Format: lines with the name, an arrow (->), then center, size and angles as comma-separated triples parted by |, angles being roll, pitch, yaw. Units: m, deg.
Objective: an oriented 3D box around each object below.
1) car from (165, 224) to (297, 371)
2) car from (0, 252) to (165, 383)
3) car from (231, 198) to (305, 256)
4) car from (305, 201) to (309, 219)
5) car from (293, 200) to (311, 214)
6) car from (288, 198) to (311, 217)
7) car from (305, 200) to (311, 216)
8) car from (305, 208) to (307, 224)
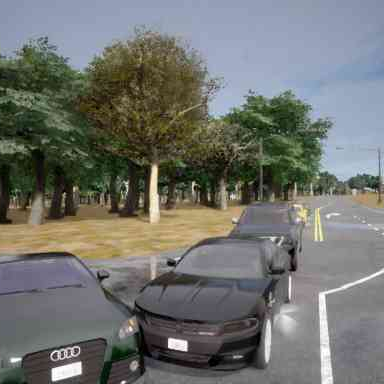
car -> 0.740, 1.613, 6.256 | 1.882, 1.535, 5.008 | -1, -2, 21
car -> -2.306, 1.643, 4.960 | 1.994, 1.385, 4.181 | 1, -2, -33
car -> 2.862, 1.460, 12.396 | 2.150, 2.045, 5.566 | -2, 0, 21
car -> 7.241, 1.664, 24.053 | 1.882, 1.535, 5.008 | -1, 0, 21
car -> 13.328, 1.748, 40.141 | 1.812, 1.442, 4.674 | -1, 0, 21
car -> 11.331, 1.563, 34.931 | 2.097, 1.767, 4.553 | -1, 0, 21
car -> 9.302, 1.725, 29.557 | 1.812, 1.442, 4.674 | -1, 0, 21
car -> 5.091, 1.775, 18.300 | 1.895, 1.301, 4.718 | -1, 0, 21
